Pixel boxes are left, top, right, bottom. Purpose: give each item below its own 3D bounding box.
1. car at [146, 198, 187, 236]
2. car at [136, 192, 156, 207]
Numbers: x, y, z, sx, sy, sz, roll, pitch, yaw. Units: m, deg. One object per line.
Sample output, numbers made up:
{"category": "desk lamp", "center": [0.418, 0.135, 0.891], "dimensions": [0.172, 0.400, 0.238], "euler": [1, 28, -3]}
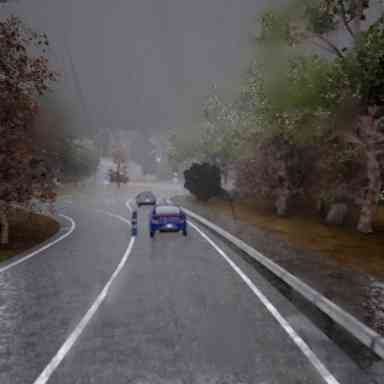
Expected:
{"category": "car", "center": [-1.422, 1.391, 18.330], "dimensions": [1.882, 1.535, 5.008], "euler": [-1, 2, -8]}
{"category": "car", "center": [-4.787, 0.667, 34.729], "dimensions": [1.994, 1.385, 4.181], "euler": [-1, 4, -12]}
